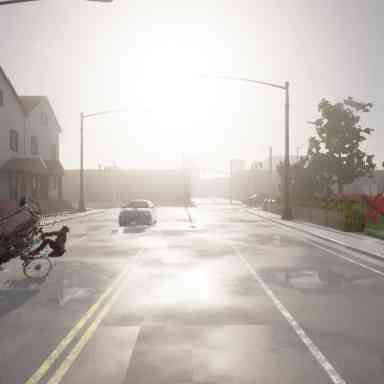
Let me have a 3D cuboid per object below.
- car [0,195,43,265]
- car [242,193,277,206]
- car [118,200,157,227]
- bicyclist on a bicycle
[{"bbox_3d":[-5.717,1.451,9.465,1.994,1.385,4.181,-26,12,2],"label":"car"},{"bbox_3d":[10.843,1.221,52.741,5.566,2.045,2.150,0,0,-5],"label":"car"},{"bbox_3d":[-3.652,1.353,22.929,2.097,1.767,4.553,0,0,0],"label":"car"},{"bbox_3d":[-4.025,1.499,9.085,1.656,0.582,1.620,38,50,24],"label":"bicyclist on a bicycle"}]
